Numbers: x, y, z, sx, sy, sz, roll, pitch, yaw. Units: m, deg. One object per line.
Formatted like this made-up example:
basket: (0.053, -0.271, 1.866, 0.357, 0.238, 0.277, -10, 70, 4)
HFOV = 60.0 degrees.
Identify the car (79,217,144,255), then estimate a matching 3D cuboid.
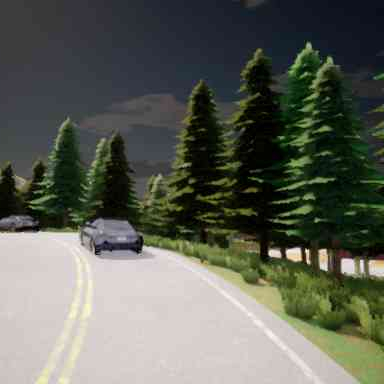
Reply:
car: (-3.574, 1.778, 14.417, 1.994, 1.385, 4.181, 3, -2, -27)

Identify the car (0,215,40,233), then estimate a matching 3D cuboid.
car: (-13.895, 2.514, 26.400, 4.181, 1.385, 1.994, -5, -7, 35)
